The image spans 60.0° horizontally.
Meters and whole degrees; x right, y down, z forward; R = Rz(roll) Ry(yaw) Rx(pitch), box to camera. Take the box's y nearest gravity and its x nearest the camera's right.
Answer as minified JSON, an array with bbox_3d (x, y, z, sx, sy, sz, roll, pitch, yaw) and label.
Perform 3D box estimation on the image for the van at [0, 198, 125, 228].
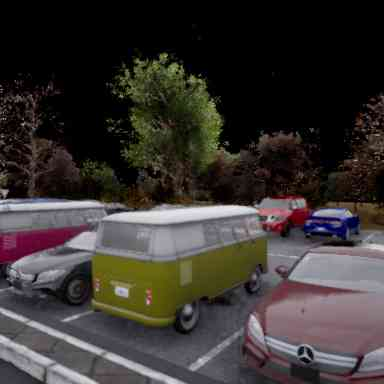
[{"bbox_3d":[-4.371,1.325,10.270,1.878,1.987,4.442,0,0,35],"label":"van"}]

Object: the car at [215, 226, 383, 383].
[{"bbox_3d":[2.482,1.567,5.255,2.002,1.452,4.674,-1,-1,35],"label":"car"}]

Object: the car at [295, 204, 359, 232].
[{"bbox_3d":[7.321,1.549,17.236,2.097,1.535,5.008,0,0,35],"label":"car"}]

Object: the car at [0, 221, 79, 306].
[{"bbox_3d":[-2.135,1.593,8.539,2.002,1.452,4.674,0,0,35],"label":"car"}]

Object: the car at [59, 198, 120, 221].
[{"bbox_3d":[-8.706,1.417,28.610,2.185,1.767,4.553,0,0,35],"label":"car"}]

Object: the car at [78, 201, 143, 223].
[{"bbox_3d":[-6.491,1.544,27.066,2.097,1.535,5.008,0,0,35],"label":"car"}]

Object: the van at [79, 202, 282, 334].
[{"bbox_3d":[0.136,1.325,7.064,1.878,1.987,4.442,0,0,35],"label":"van"}]

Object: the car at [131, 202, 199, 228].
[{"bbox_3d":[-1.782,1.548,23.729,2.231,1.521,4.892,0,0,35],"label":"car"}]

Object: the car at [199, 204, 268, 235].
[{"bbox_3d":[2.696,1.579,20.497,2.163,1.488,4.792,0,0,35],"label":"car"}]

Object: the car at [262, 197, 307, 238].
[{"bbox_3d":[4.998,1.300,18.861,2.435,2.045,5.566,0,0,35],"label":"car"}]
